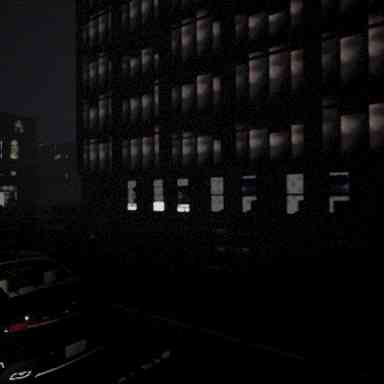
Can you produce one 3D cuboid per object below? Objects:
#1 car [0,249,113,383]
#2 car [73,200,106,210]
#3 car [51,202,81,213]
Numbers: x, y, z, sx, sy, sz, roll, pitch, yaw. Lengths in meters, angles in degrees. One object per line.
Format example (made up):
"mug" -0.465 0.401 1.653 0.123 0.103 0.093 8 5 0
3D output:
"car" -3.108 1.568 5.097 4.403 1.369 2.008 0 0 36
"car" -14.763 1.857 47.990 1.994 1.385 4.181 -1 -1 36
"car" -14.300 1.790 38.818 1.802 1.307 4.206 -1 -1 36
